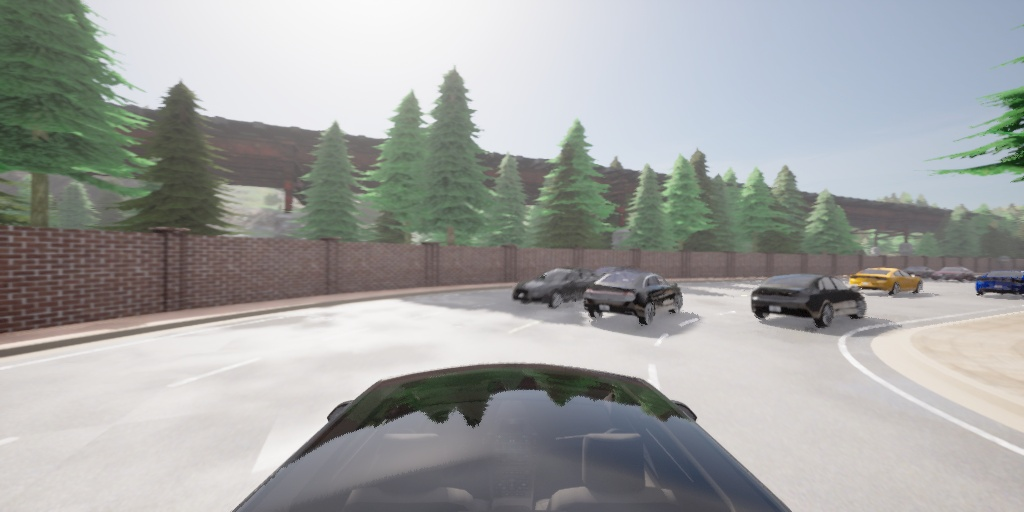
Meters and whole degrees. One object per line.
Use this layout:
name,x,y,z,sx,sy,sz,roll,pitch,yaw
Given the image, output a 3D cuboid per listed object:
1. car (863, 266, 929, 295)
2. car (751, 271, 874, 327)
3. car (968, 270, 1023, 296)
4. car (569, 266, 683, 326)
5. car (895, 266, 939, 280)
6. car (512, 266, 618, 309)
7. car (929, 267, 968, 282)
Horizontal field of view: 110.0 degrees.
car,22.670,1.475,21.739,5.008,1.535,1.882,1,0,-24
car,9.935,1.359,11.990,4.892,1.490,1.837,1,-2,-31
car,29.062,1.567,20.782,5.008,1.535,1.882,1,0,-24
car,4.185,1.266,11.989,2.128,1.511,4.902,0,0,40
car,44.599,1.806,39.482,4.181,1.385,1.994,1,0,-24
car,2.157,1.242,14.981,4.892,1.490,1.837,1,-1,-41
car,43.085,1.762,34.971,4.674,1.442,1.812,1,0,-24
